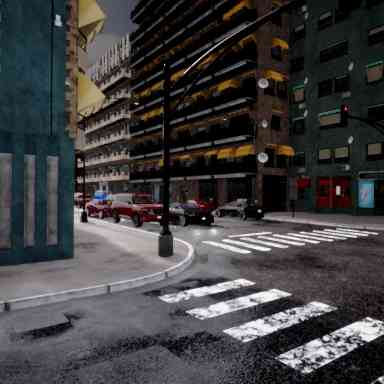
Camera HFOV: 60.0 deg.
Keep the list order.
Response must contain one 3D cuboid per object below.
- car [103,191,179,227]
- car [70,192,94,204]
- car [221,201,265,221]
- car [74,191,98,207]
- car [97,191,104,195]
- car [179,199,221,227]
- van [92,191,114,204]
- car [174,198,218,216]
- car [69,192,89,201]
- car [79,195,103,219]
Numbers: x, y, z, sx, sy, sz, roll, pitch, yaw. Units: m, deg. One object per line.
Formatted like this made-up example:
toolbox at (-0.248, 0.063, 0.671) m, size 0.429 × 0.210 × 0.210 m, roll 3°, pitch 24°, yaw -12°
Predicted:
car at (-3.258, 1.033, 20.278) m, size 2.192 × 1.841 × 5.009 m, roll 2°, pitch 0°, yaw -36°
car at (-15.642, 0.823, 47.189) m, size 1.882 × 1.535 × 5.008 m, roll 1°, pitch 0°, yaw -36°
car at (3.550, 1.353, 25.154) m, size 1.947 × 1.339 × 4.313 m, roll 2°, pitch 0°, yaw -36°
car at (-12.081, 0.948, 36.901) m, size 1.882 × 1.535 × 5.008 m, roll 1°, pitch 0°, yaw -36°
car at (-6.055, 0.971, 28.548) m, size 2.097 × 1.767 × 4.553 m, roll 1°, pitch 0°, yaw -36°
car at (-0.478, 1.320, 20.821) m, size 1.994 × 1.385 × 4.181 m, roll 1°, pitch 0°, yaw -36°
van at (-12.759, 0.726, 47.729) m, size 1.690 × 1.788 × 3.998 m, roll 2°, pitch 0°, yaw -36°
car at (0.287, 1.288, 29.669) m, size 1.802 × 1.307 × 4.206 m, roll 2°, pitch 0°, yaw -36°
car at (-19.288, 0.768, 56.758) m, size 1.887 × 1.381 × 4.507 m, roll 2°, pitch 0°, yaw -36°
car at (-6.527, 1.182, 24.792) m, size 1.887 × 1.381 × 4.507 m, roll 2°, pitch 0°, yaw -36°
